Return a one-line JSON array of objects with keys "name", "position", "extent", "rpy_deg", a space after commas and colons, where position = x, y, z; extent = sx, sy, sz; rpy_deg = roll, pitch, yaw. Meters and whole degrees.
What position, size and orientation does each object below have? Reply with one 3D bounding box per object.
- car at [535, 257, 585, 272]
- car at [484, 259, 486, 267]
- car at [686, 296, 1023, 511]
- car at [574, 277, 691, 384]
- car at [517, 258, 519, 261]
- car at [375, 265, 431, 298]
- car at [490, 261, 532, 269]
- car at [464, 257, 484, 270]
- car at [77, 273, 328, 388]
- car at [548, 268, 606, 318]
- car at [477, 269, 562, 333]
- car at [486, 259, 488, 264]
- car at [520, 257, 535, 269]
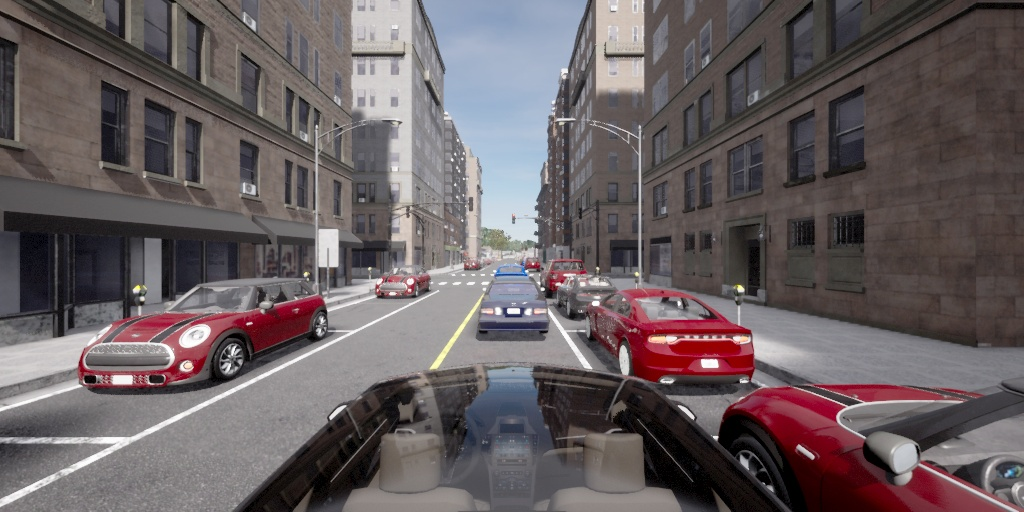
[{"name": "car", "position": [2.575, 1.064, 18.357], "extent": [2.192, 1.841, 5.009], "rpy_deg": [0, 0, 0]}, {"name": "car", "position": [-5.627, 1.312, 56.387], "extent": [1.948, 1.339, 4.313], "rpy_deg": [0, 0, 0]}, {"name": "car", "position": [2.642, 1.190, 1.310], "extent": [1.967, 1.591, 4.097], "rpy_deg": [0, 0, 0]}, {"name": "car", "position": [2.620, 1.295, 6.992], "extent": [1.888, 1.381, 4.507], "rpy_deg": [0, 0, 0]}, {"name": "car", "position": [2.455, 1.060, 61.924], "extent": [2.192, 1.841, 5.009], "rpy_deg": [0, 0, 0]}, {"name": "car", "position": [-5.450, 1.189, 18.325], "extent": [1.967, 1.591, 4.097], "rpy_deg": [0, 0, 0]}, {"name": "car", "position": [-0.070, 1.227, 20.467], "extent": [1.882, 1.535, 5.008], "rpy_deg": [0, 0, 0]}, {"name": "car", "position": [-5.608, 1.062, 50.884], "extent": [2.192, 1.841, 5.009], "rpy_deg": [0, 0, 0]}, {"name": "car", "position": [-5.405, 1.190, 6.961], "extent": [1.967, 1.591, 4.097], "rpy_deg": [0, 0, 0]}, {"name": "car", "position": [2.597, 1.300, 12.675], "extent": [2.007, 1.370, 4.403], "rpy_deg": [0, 0, 0]}, {"name": "car", "position": [0.044, 1.297, 10.648], "extent": [2.033, 1.411, 5.357], "rpy_deg": [0, 0, 0]}, {"name": "car", "position": [-5.646, 1.296, 61.891], "extent": [2.007, 1.370, 4.403], "rpy_deg": [0, 0, 0]}, {"name": "car", "position": [2.533, 1.062, 45.413], "extent": [2.192, 1.841, 5.009], "rpy_deg": [0, 0, 0]}]
